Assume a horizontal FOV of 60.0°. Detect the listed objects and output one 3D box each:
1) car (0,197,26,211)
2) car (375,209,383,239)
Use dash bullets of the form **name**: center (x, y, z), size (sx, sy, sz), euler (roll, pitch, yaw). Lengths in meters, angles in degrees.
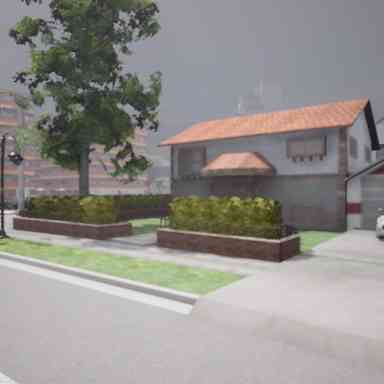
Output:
- **car**: center (-20.040, 1.512, 38.733), size (1.895, 1.301, 4.718), euler (0, 0, 36)
- **car**: center (8.943, 1.166, 13.939), size (1.970, 1.475, 3.806), euler (0, 0, 36)
